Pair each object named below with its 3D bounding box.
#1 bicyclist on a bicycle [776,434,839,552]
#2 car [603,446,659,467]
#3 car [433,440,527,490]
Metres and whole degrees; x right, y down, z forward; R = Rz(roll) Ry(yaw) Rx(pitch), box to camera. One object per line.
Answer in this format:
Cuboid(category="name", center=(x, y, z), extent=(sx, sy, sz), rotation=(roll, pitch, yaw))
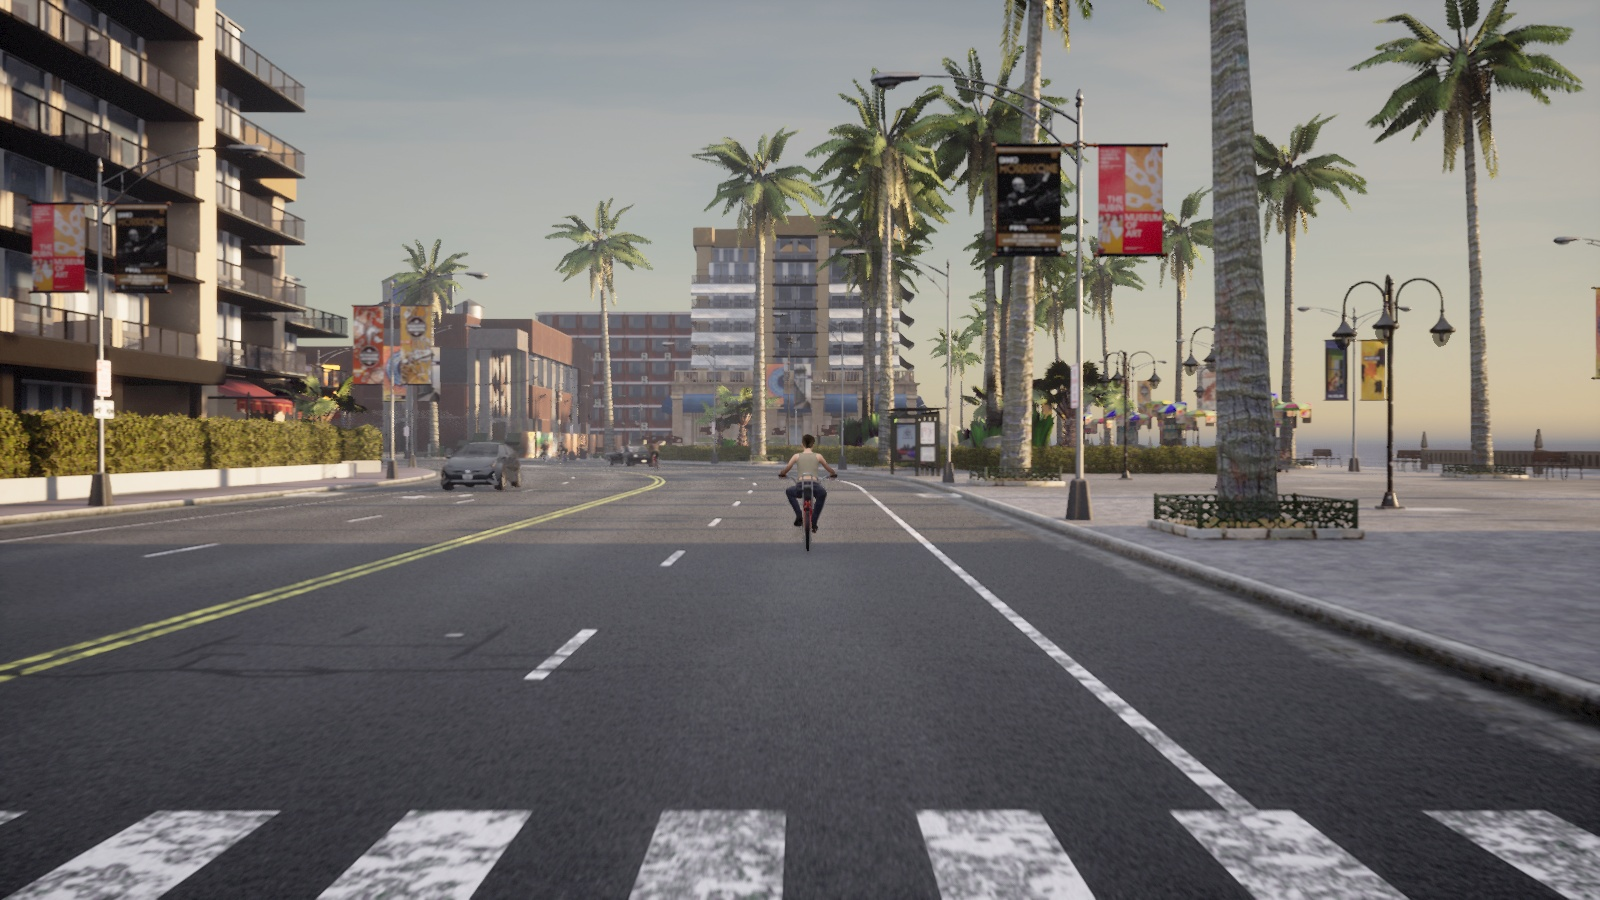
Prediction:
Cuboid(category="bicyclist on a bicycle", center=(0.111, 0.583, 17.825), extent=(0.866, 1.612, 1.509), rotation=(0, 0, 1))
Cuboid(category="car", center=(-10.936, 0.383, 80.768), extent=(1.895, 1.301, 4.718), rotation=(0, 0, -30))
Cuboid(category="car", center=(-10.293, 0.455, 40.752), extent=(2.007, 1.525, 4.514), rotation=(0, 0, -2))
